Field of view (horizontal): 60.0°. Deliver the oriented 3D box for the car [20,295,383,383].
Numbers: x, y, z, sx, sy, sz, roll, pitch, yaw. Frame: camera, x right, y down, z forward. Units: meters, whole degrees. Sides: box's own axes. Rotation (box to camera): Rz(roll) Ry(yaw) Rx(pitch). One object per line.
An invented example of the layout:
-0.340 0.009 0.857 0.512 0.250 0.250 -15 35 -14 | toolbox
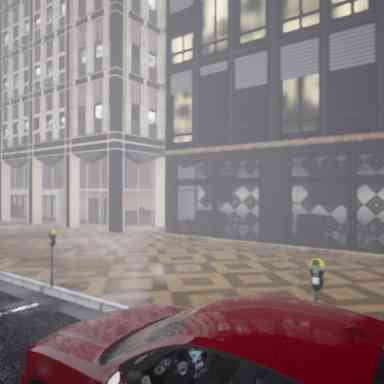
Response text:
0.438 1.547 2.558 4.507 1.381 1.887 0 0 36 | car
